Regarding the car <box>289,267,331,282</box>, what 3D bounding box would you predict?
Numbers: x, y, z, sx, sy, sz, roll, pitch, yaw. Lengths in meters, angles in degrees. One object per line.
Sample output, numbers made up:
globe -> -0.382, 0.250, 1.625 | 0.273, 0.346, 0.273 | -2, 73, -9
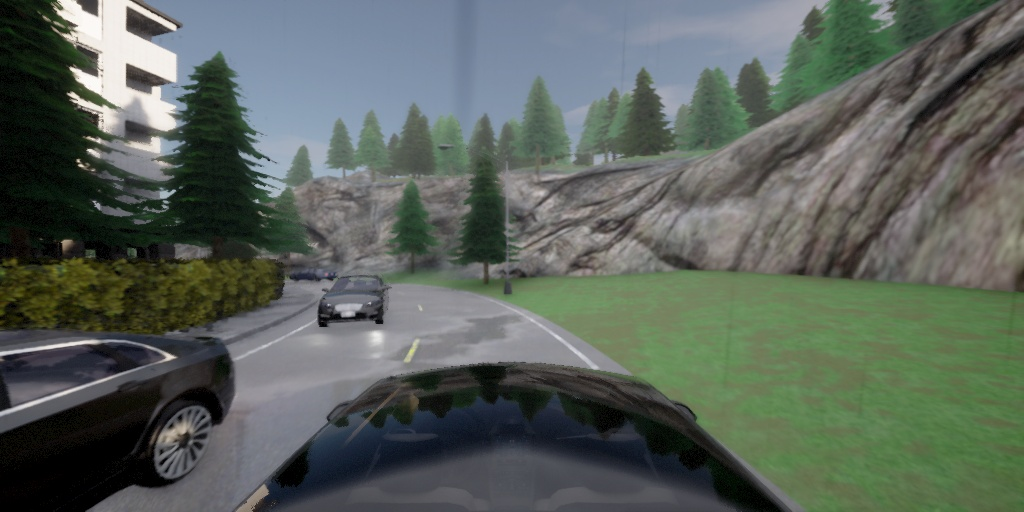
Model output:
car -> -19.939, 1.868, 36.191 | 5.357, 1.411, 2.033 | -1, -1, 24

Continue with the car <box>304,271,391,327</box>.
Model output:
car -> -5.316, 1.411, 12.502 | 2.128, 1.511, 4.902 | 0, -1, -16

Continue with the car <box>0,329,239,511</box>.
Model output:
car -> -3.817, 1.281, 1.848 | 2.128, 1.511, 4.902 | -1, -1, -3
